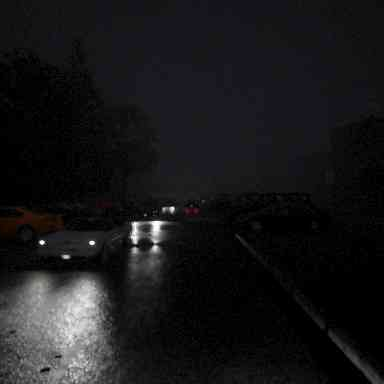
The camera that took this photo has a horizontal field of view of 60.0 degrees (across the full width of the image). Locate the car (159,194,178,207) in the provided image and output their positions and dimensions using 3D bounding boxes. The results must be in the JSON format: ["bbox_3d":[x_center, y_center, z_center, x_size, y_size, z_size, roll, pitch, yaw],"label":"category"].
[{"bbox_3d":[-3.289,1.402,47.695,1.994,1.385,4.181,0,0,0],"label":"car"}]

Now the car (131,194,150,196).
[{"bbox_3d":[-8.170,1.308,39.843,5.366,1.575,1.946,0,0,0],"label":"car"}]

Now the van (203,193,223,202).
[{"bbox_3d":[4.764,1.182,76.409,4.442,1.987,1.878,0,0,0],"label":"van"}]

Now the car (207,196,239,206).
[{"bbox_3d":[4.730,1.349,51.180,4.792,1.488,2.163,0,0,0],"label":"car"}]

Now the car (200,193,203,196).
[{"bbox_3d":[4.497,1.339,59.588,5.366,1.575,1.946,0,0,0],"label":"car"}]

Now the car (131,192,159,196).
[{"bbox_3d":[-8.351,1.070,50.982,5.566,2.045,2.435,0,0,0],"label":"car"}]

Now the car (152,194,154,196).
[{"bbox_3d":[-8.402,1.347,48.199,4.792,1.488,2.163,0,0,0],"label":"car"}]

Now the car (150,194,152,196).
[{"bbox_3d":[-8.338,1.345,45.414,4.792,1.488,2.163,0,0,0],"label":"car"}]

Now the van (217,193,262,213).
[{"bbox_3d":[4.849,1.079,34.362,4.442,1.987,1.878,0,0,0],"label":"van"}]

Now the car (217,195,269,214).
[{"bbox_3d":[4.769,1.178,31.557,4.553,1.767,2.185,0,0,0],"label":"car"}]

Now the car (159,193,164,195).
[{"bbox_3d":[-8.367,1.092,59.338,5.566,2.045,2.435,0,0,0],"label":"car"}]

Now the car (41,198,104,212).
[{"bbox_3d":[-8.340,1.324,20.349,5.008,1.535,2.097,0,0,0],"label":"car"}]

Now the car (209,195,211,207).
[{"bbox_3d":[4.735,1.308,37.165,4.892,1.521,2.231,0,0,0],"label":"car"}]

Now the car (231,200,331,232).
[{"bbox_3d":[4.751,1.337,17.546,4.892,1.521,2.231,0,0,0],"label":"car"}]

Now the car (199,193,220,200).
[{"bbox_3d":[4.646,1.212,90.425,5.566,2.045,2.435,0,0,0],"label":"car"}]

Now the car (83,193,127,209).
[{"bbox_3d":[-8.309,1.181,28.705,4.553,1.767,2.185,0,0,0],"label":"car"}]

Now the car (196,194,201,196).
[{"bbox_3d":[-0.050,1.394,53.947,2.033,1.411,5.357,0,0,0],"label":"car"}]

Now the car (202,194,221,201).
[{"bbox_3d":[4.667,1.304,82.015,4.553,1.767,2.185,0,0,0],"label":"car"}]

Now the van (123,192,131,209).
[{"bbox_3d":[-8.459,1.079,31.485,4.442,1.987,1.878,0,0,0],"label":"van"}]

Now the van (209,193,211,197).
[{"bbox_3d":[4.607,1.083,39.968,4.442,1.987,1.878,0,0,0],"label":"van"}]

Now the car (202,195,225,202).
[{"bbox_3d":[4.658,1.397,73.605,5.008,1.535,2.097,0,0,0],"label":"car"}]

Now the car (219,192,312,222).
[{"bbox_3d":[4.716,1.072,20.346,5.566,2.045,2.435,0,0,0],"label":"car"}]

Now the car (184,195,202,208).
[{"bbox_3d":[-0.029,1.434,43.951,1.895,1.301,4.718,0,0,0],"label":"car"}]

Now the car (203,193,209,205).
[{"bbox_3d":[4.684,1.062,45.576,5.566,2.045,2.435,0,0,0],"label":"car"}]

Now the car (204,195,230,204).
[{"bbox_3d":[4.648,1.382,62.391,4.792,1.488,2.163,0,0,0],"label":"car"}]

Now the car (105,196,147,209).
[{"bbox_3d":[-8.356,1.313,42.629,5.008,1.535,2.097,0,0,0],"label":"car"}]

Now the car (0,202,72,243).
[{"bbox_3d":[-8.329,1.353,14.781,5.008,1.535,2.097,0,0,0],"label":"car"}]

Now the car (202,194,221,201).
[{"bbox_3d":[4.610,1.293,79.211,4.553,1.767,2.185,0,0,0],"label":"car"}]

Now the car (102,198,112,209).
[{"bbox_3d":[-8.338,1.355,23.136,4.674,1.452,2.002,0,0,0],"label":"car"}]

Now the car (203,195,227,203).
[{"bbox_3d":[4.694,1.404,67.998,4.792,1.488,2.163,0,0,0],"label":"car"}]

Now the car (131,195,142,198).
[{"bbox_3d":[-8.348,1.349,37.057,4.674,1.452,2.002,0,0,0],"label":"car"}]

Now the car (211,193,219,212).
[{"bbox_3d":[4.712,1.053,28.756,5.566,2.045,2.435,0,0,0],"label":"car"}]

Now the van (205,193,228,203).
[{"bbox_3d":[4.788,1.138,65.196,4.442,1.987,1.878,0,0,0],"label":"van"}]

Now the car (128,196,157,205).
[{"bbox_3d":[-8.388,1.374,56.429,4.674,1.452,2.002,0,0,0],"label":"car"}]

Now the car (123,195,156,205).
[{"bbox_3d":[-8.379,1.327,53.768,5.008,1.535,2.097,0,0,0],"label":"car"}]

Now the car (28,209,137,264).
[{"bbox_3d":[-3.446,1.499,11.550,1.895,1.301,4.718,0,0,3],"label":"car"}]

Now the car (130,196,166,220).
[{"bbox_3d":[-3.351,1.328,26.190,1.837,1.490,4.892,0,1,0],"label":"car"}]
